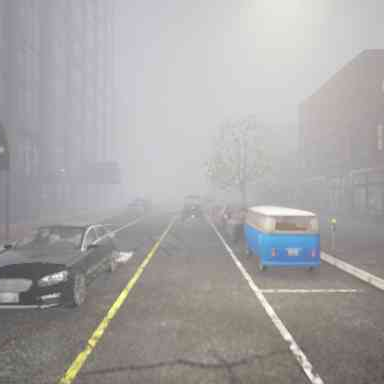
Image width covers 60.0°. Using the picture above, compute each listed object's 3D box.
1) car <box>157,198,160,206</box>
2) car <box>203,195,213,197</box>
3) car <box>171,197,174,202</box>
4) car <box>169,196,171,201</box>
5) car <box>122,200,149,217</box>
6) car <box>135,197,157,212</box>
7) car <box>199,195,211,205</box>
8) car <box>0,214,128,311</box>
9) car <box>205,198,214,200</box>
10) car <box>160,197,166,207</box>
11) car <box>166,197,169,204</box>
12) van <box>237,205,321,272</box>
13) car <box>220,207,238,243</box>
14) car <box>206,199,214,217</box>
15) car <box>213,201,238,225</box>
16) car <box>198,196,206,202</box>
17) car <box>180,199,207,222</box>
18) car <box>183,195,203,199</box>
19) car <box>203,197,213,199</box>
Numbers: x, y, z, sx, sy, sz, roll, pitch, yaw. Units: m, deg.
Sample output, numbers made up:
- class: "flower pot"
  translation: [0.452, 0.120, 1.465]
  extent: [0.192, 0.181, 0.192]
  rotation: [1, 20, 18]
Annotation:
- class: "car"
  translation: [-5.742, 1.694, 43.765]
  extent: [1.752, 1.417, 4.829]
  rotation: [1, 0, 0]
- class: "car"
  translation: [2.624, 1.520, 55.042]
  extent: [2.192, 1.841, 5.009]
  rotation: [1, 0, 0]
- class: "car"
  translation: [-5.807, 1.862, 88.303]
  extent: [1.947, 1.339, 4.313]
  rotation: [1, 0, 0]
- class: "car"
  translation: [-5.775, 1.764, 65.950]
  extent: [1.752, 1.417, 4.829]
  rotation: [1, 0, 0]
- class: "car"
  translation: [-5.728, 1.713, 32.844]
  extent: [1.802, 1.307, 4.206]
  rotation: [1, 0, 0]
- class: "car"
  translation: [-5.732, 1.466, 38.390]
  extent: [2.192, 1.841, 5.009]
  rotation: [1, 0, 0]
- class: "car"
  translation: [2.609, 1.554, 66.135]
  extent: [2.192, 1.841, 5.009]
  rotation: [1, 0, 0]
- class: "car"
  translation: [-3.113, 1.526, 8.072]
  extent: [2.128, 1.511, 4.902]
  rotation: [0, 0, 0]
- class: "car"
  translation: [2.645, 1.733, 38.403]
  extent: [1.802, 1.307, 4.206]
  rotation: [1, 0, 0]
- class: "car"
  translation: [-5.759, 1.730, 54.857]
  extent: [1.752, 1.417, 4.829]
  rotation: [1, 0, 0]
- class: "car"
  translation: [-5.768, 1.788, 60.575]
  extent: [1.947, 1.339, 4.313]
  rotation: [1, 0, 0]
- class: "van"
  translation: [2.688, 1.387, 10.673]
  extent: [1.690, 1.788, 3.998]
  rotation: [1, 0, 0]
- class: "car"
  translation: [2.677, 1.634, 16.219]
  extent: [1.947, 1.339, 4.313]
  rotation: [1, 0, 0]
- class: "car"
  translation: [2.653, 1.676, 32.858]
  extent: [1.887, 1.381, 4.507]
  rotation: [1, 0, 0]
- class: "car"
  translation: [2.671, 1.530, 21.765]
  extent: [1.967, 1.590, 4.097]
  rotation: [1, 0, 0]
- class: "car"
  translation: [2.573, 1.862, 88.317]
  extent: [1.947, 1.339, 4.313]
  rotation: [1, 0, 0]
- class: "car"
  translation: [0.059, 1.618, 27.926]
  extent: [1.837, 1.490, 4.892]
  rotation: [0, 0, 0]
- class: "car"
  translation: [0.036, 1.388, 45.202]
  extent: [2.150, 2.045, 5.566]
  rotation: [0, -1, 0]
- class: "car"
  translation: [2.638, 1.695, 44.119]
  extent: [1.752, 1.417, 4.829]
  rotation: [1, 0, 0]
